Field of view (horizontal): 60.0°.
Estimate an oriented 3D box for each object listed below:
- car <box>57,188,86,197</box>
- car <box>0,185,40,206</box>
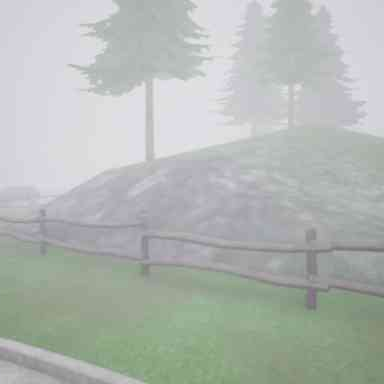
[{"bbox_3d":[-21.312,0.092,58.100,1.895,1.301,4.718,0,2,19],"label":"car"},{"bbox_3d":[-18.466,0.349,34.600,2.150,2.045,5.566,0,2,19],"label":"car"}]
